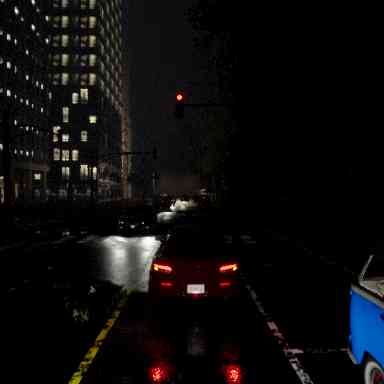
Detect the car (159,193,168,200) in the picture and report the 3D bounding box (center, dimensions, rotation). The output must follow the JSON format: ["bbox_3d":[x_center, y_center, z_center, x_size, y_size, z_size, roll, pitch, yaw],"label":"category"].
[{"bbox_3d":[-8.107,1.252,95.219,2.192,1.841,5.009,0,0,-3],"label":"car"}]

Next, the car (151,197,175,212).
[{"bbox_3d":[-3.401,1.553,38.302,1.994,1.385,4.181,0,0,0],"label":"car"}]

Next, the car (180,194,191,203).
[{"bbox_3d":[-1.505,1.552,70.641,1.895,1.301,4.718,0,0,-2],"label":"car"}]

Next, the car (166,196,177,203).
[{"bbox_3d":[-4.128,1.533,66.520,1.994,1.385,4.181,0,0,-2],"label":"car"}]

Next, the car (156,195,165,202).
[{"bbox_3d":[-7.303,1.502,78.594,1.887,1.381,4.507,0,0,-2],"label":"car"}]

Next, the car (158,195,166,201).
[{"bbox_3d":[-7.557,1.533,84.138,1.802,1.307,4.206,0,0,-3],"label":"car"}]

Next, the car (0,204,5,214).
[{"bbox_3d":[-18.230,1.377,28.530,4.206,1.307,1.802,1,0,3],"label":"car"}]

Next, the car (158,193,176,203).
[{"bbox_3d":[-3.717,1.331,52.285,2.097,1.767,4.553,0,0,-2],"label":"car"}]

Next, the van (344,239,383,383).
[{"bbox_3d":[2.557,1.341,2.172,1.690,1.788,3.998,0,0,0],"label":"van"}]

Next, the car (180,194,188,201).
[{"bbox_3d":[-1.927,1.265,80.616,1.882,1.535,5.008,0,0,-3],"label":"car"}]

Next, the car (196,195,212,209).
[{"bbox_3d":[1.883,1.510,45.887,1.752,1.417,4.829,0,0,-2],"label":"car"}]

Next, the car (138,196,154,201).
[{"bbox_3d":[-5.846,1.539,39.794,2.008,1.369,4.403,0,0,-1],"label":"car"}]

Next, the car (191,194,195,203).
[{"bbox_3d":[1.162,1.493,68.053,1.752,1.417,4.829,0,0,-2],"label":"car"}]

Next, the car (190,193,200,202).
[{"bbox_3d":[0.713,1.271,78.971,2.192,1.841,5.009,0,0,-3],"label":"car"}]

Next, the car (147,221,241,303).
[{"bbox_3d":[0.051,1.525,8.106,1.812,1.442,4.674,0,0,0],"label":"car"}]

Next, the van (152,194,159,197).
[{"bbox_3d":[-6.646,1.314,61.965,1.690,1.788,3.998,0,0,-2],"label":"van"}]

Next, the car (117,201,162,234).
[{"bbox_3d":[-2.999,1.481,19.108,1.837,1.490,4.892,0,0,-1],"label":"car"}]

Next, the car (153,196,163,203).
[{"bbox_3d":[-6.849,1.513,67.508,1.887,1.381,4.507,0,0,-2],"label":"car"}]

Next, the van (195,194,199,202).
[{"bbox_3d":[1.731,1.322,51.259,1.690,1.788,3.998,0,0,-2],"label":"van"}]
